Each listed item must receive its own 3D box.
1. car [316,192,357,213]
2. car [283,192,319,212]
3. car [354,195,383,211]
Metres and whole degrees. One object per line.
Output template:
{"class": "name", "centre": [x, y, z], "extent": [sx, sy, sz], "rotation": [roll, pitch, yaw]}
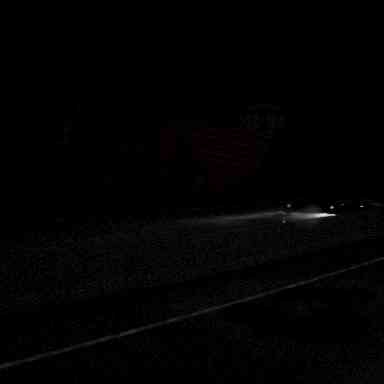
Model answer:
{"class": "car", "centre": [11.764, 0.844, 25.274], "extent": [4.181, 1.385, 1.994], "rotation": [-3, 2, -35]}
{"class": "car", "centre": [9.782, 0.769, 28.160], "extent": [4.902, 1.511, 2.128], "rotation": [-3, 2, -35]}
{"class": "car", "centre": [12.960, 0.919, 21.829], "extent": [4.718, 1.301, 1.895], "rotation": [-3, 1, -35]}
